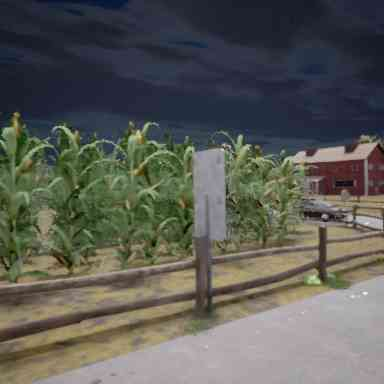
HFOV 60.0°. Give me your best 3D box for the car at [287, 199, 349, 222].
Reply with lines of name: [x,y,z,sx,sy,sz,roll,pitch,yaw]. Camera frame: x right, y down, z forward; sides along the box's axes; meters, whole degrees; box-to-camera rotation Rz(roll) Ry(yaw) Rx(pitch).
car: [9.204,1.318,24.866,1.837,1.490,4.892,-2,2,-34]
